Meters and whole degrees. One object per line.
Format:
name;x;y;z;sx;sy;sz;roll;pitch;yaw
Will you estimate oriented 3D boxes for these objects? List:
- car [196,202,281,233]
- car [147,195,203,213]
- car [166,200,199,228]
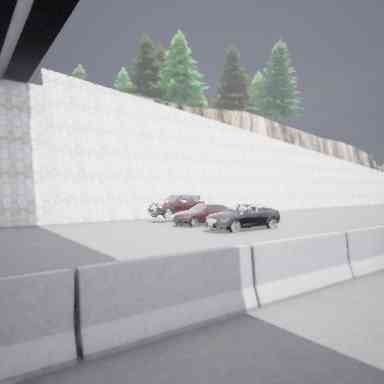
car;2.957;1.427;18.919;4.902;1.511;2.128;-1;0;-36
car;-1.103;0.914;24.622;4.553;1.767;2.097;-1;0;-36
car;0.917;1.473;21.763;4.674;1.442;1.812;-1;0;-36
